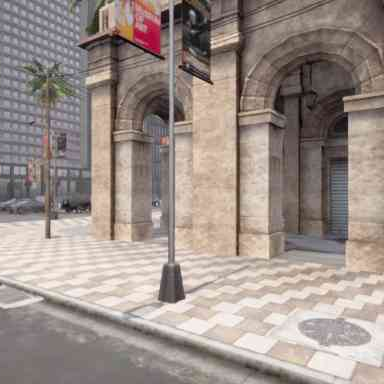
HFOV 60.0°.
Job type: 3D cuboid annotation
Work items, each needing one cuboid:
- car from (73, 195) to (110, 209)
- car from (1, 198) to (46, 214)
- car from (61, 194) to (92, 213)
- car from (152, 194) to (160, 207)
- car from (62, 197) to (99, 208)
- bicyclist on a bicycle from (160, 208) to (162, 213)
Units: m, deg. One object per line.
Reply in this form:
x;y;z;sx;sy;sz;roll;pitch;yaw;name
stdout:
-13.915;1.350;46.300;2.097;1.767;4.553;0;0;35;car
-17.418;1.562;35.396;1.994;1.385;4.181;0;0;36;car
-11.738;1.220;36.975;2.150;2.045;5.566;0;0;36;car
-6.846;1.503;50.151;1.837;1.490;4.892;0;0;36;car
-16.192;1.511;48.434;2.161;1.482;4.786;0;0;35;car
-2.370;1.300;31.537;1.656;1.620;0.582;0;0;36;bicyclist on a bicycle
